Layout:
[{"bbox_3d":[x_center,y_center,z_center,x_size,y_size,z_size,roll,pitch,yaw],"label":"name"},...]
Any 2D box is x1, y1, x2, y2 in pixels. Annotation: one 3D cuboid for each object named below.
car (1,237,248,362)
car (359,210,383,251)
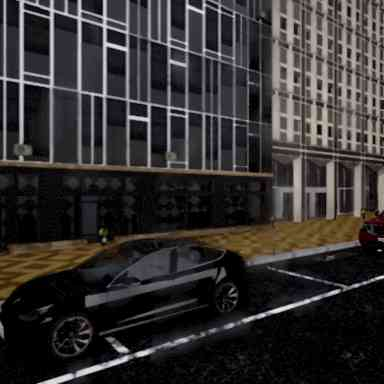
[{"bbox_3d":[-0.882,1.555,5.926,4.313,1.339,1.947,0,1,-36],"label":"car"},{"bbox_3d":[8.380,1.257,12.532,5.009,1.841,2.192,0,0,-35],"label":"car"}]
